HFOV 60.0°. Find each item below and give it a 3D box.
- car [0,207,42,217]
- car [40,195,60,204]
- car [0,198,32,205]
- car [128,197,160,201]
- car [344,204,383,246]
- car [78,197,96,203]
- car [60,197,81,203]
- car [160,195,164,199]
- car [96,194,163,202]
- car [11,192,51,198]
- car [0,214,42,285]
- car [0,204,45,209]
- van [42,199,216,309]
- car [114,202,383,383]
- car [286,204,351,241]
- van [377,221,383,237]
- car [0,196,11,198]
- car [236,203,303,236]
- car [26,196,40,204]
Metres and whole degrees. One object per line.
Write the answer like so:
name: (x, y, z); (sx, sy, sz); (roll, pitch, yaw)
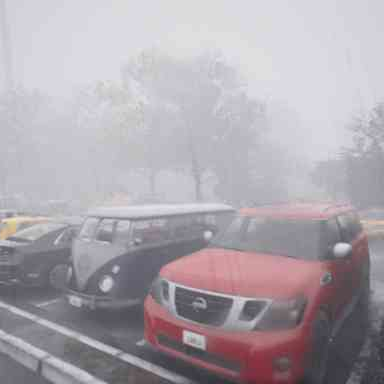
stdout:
car: (-5.016, 1.456, 10.921); (1.946, 1.575, 5.366); (0, 0, 36)
car: (-11.065, 1.338, 31.150); (2.097, 1.535, 5.008); (1, 0, 36)
car: (-9.661, 1.296, 13.996); (2.185, 1.767, 4.553); (0, 0, 36)
car: (-2.015, 1.421, 24.654); (2.231, 1.521, 4.892); (1, 0, 36)
car: (9.293, 1.509, 16.741); (1.946, 1.575, 5.366); (0, 0, 36)
car: (-6.538, 1.379, 27.906); (2.097, 1.535, 5.008); (1, 0, 36)
car: (-8.820, 1.234, 29.502); (2.185, 1.767, 4.553); (1, 0, 36)
car: (0.262, 1.314, 23.047); (2.185, 1.767, 4.553); (0, 0, 36)
car: (-4.293, 1.149, 26.251); (2.435, 2.045, 5.566); (1, 0, 36)
car: (-15.601, 1.168, 34.380); (2.185, 1.767, 4.553); (1, 0, 36)
car: (-2.869, 1.479, 9.141); (2.231, 1.521, 4.892); (0, 0, 36)
car: (-7.380, 1.441, 12.401); (2.231, 1.521, 4.892); (0, 0, 36)
van: (-0.672, 1.270, 7.425); (1.878, 1.987, 4.442); (0, 0, 36)
car: (1.639, 1.263, 5.871); (2.435, 2.045, 5.566); (0, 0, 36)
car: (7.029, 1.495, 18.148); (2.097, 1.535, 5.008); (0, 0, 36)
van: (3.746, 1.305, 4.247); (1.878, 1.987, 4.442); (0, 0, 36)
car: (-17.858, 1.020, 36.008); (2.435, 2.045, 5.566); (1, 0, 36)
car: (4.746, 1.506, 19.747); (2.163, 1.488, 4.792); (0, 0, 36)
car: (-13.321, 1.356, 32.782); (2.002, 1.452, 4.674); (1, 0, 36)
